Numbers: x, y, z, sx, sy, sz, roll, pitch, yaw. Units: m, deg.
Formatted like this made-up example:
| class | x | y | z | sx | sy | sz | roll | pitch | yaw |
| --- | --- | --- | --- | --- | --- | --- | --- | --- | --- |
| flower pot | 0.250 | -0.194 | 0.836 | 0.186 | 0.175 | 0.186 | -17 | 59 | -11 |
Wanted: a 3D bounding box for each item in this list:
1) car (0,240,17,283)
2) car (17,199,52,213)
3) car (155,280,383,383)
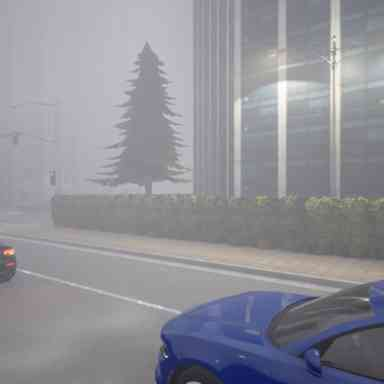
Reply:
| class | x | y | z | sx | sy | sz | roll | pitch | yaw |
| --- | --- | --- | --- | --- | --- | --- | --- | --- | --- |
| car | -6.203 | 1.523 | 8.376 | 4.674 | 1.442 | 1.812 | 0 | 0 | 36 |
| car | -16.867 | 1.537 | 37.940 | 2.033 | 1.411 | 5.357 | 0 | 0 | 36 |
| car | 1.923 | 1.478 | 2.622 | 5.008 | 1.535 | 1.882 | 0 | 0 | 36 |
